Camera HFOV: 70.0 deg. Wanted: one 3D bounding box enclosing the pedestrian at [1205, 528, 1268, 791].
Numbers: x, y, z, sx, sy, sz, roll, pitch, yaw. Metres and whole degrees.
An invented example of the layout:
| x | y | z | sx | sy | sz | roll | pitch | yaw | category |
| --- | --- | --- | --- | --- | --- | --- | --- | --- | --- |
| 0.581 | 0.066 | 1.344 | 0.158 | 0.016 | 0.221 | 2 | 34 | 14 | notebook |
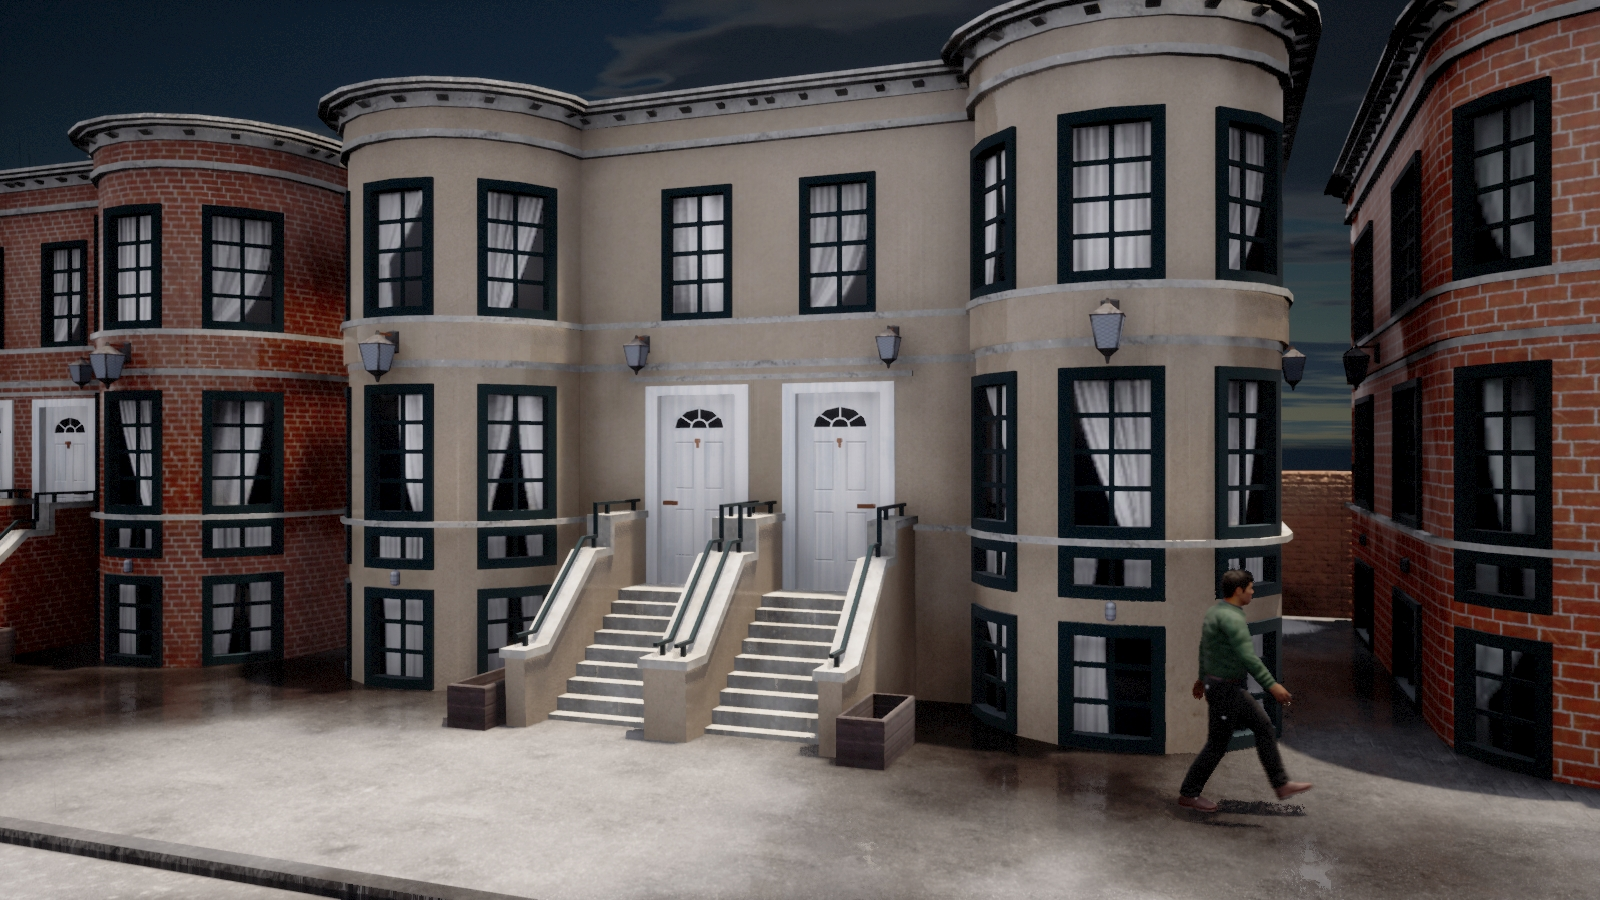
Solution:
| x | y | z | sx | sy | sz | roll | pitch | yaw | category |
| --- | --- | --- | --- | --- | --- | --- | --- | --- | --- |
| 3.226 | 1.525 | 8.452 | 0.375 | 1.860 | 0.375 | 0 | 0 | 11 | pedestrian |
